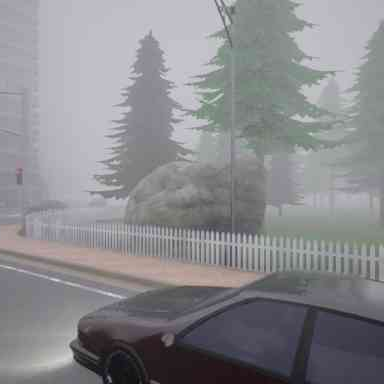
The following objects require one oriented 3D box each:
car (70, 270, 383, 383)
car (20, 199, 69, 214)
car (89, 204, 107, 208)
[{"bbox_3d":[1.154,1.548,3.166,5.357,1.411,2.033,0,0,35],"label":"car"},{"bbox_3d":[-15.301,1.492,34.954,2.033,1.411,5.357,0,0,17],"label":"car"},{"bbox_3d":[-13.522,1.545,48.059,1.895,1.301,4.718,0,0,-2],"label":"car"}]
